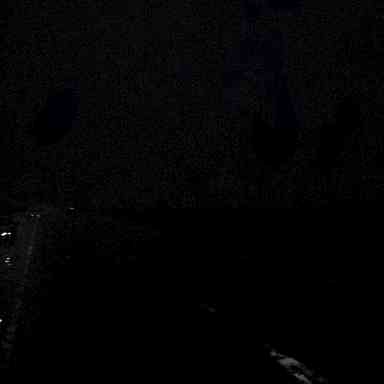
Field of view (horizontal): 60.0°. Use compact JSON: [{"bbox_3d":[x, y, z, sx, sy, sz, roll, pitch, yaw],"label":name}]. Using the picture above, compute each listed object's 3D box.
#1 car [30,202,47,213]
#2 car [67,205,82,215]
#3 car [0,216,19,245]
[{"bbox_3d":[-31.066,3.396,66.625,2.128,1.511,4.902,-2,-1,-17],"label":"car"},{"bbox_3d":[-18.470,2.734,52.259,2.128,1.511,4.902,-2,-1,-24],"label":"car"},{"bbox_3d":[-10.895,2.123,18.625,1.837,1.490,4.892,-2,-1,-24],"label":"car"}]
